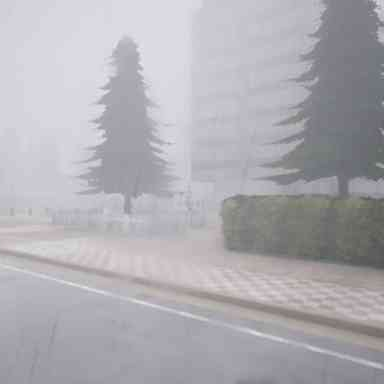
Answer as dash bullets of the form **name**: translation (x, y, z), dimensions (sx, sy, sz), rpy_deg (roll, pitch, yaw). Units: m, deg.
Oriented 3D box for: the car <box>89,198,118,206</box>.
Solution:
- **car**: translation (-14.539, 1.571, 54.834), dimensions (1.895, 1.301, 4.718), rpy_deg (0, 0, 36)
